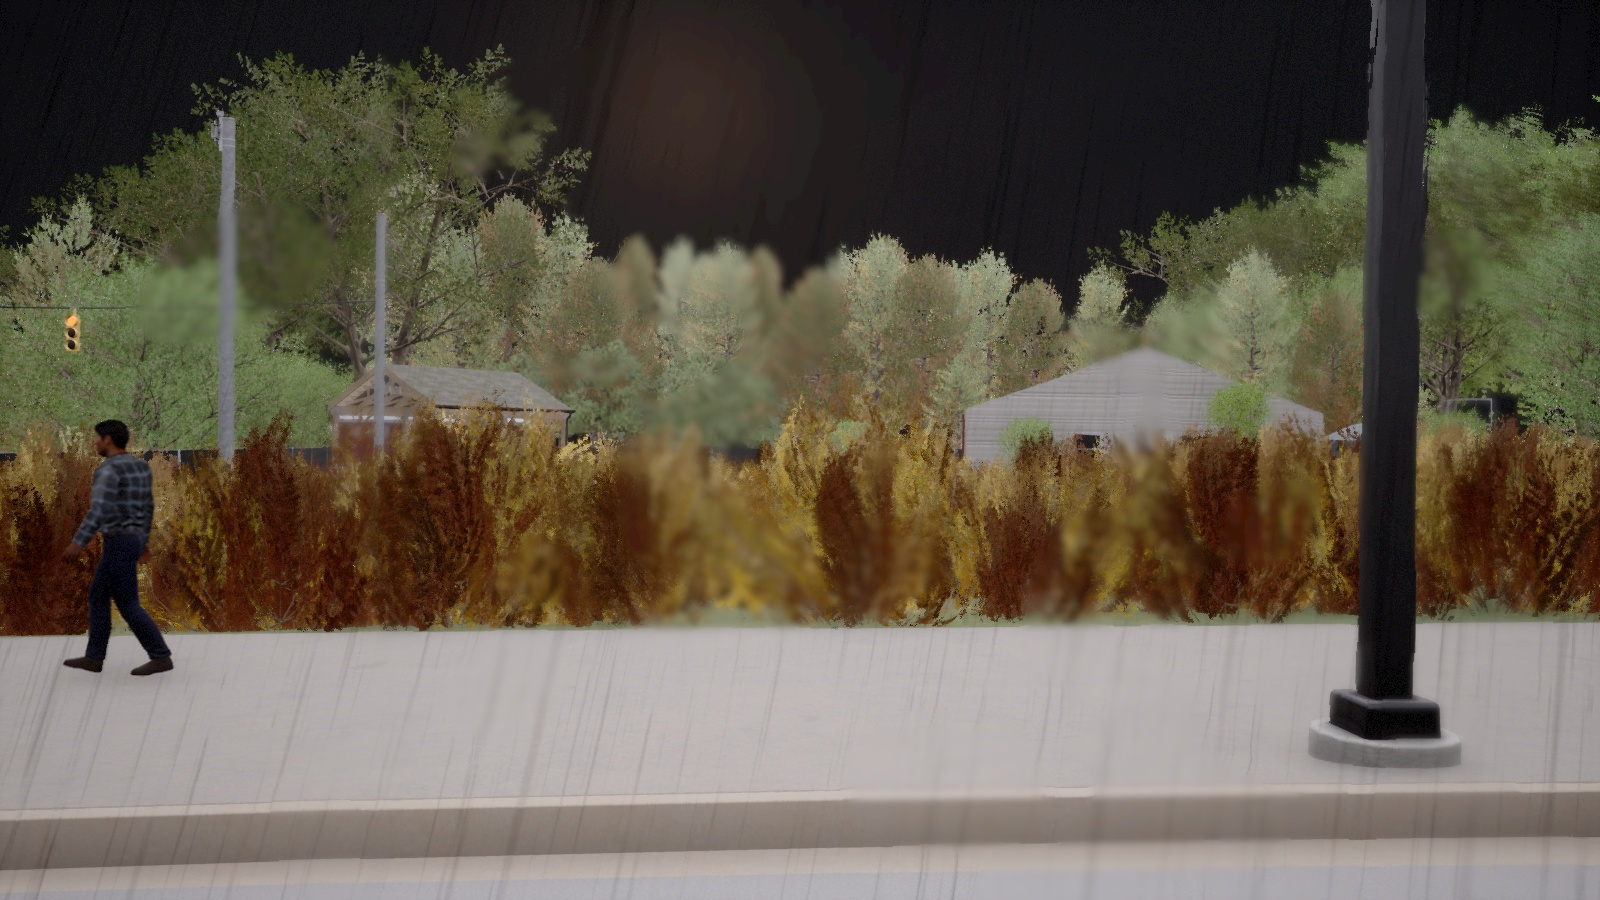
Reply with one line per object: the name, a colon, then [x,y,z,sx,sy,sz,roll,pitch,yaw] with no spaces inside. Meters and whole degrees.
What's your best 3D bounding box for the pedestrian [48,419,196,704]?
pedestrian: [-4.755,0.763,8.834,0.788,1.949,0.423,-1,1,-4]
